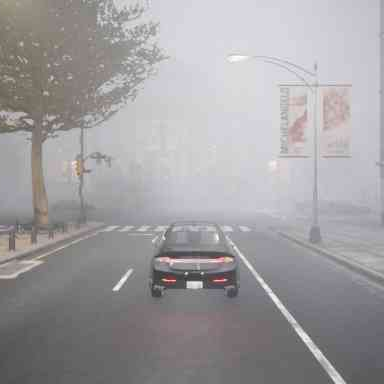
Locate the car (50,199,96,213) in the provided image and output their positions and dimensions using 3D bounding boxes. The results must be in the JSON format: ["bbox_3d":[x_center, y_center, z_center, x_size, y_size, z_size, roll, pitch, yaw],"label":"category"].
[{"bbox_3d":[-12.751,1.525,35.630,4.674,1.442,1.812,0,0,0],"label":"car"}]

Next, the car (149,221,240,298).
[{"bbox_3d":[0.060,1.491,8.530,2.128,1.511,4.902,0,0,0],"label":"car"}]

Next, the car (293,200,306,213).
[{"bbox_3d":[13.413,1.477,35.529,5.008,1.535,1.882,0,0,0],"label":"car"}]

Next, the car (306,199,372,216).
[{"bbox_3d":[14.254,1.547,32.027,5.357,1.411,2.033,0,0,0],"label":"car"}]
